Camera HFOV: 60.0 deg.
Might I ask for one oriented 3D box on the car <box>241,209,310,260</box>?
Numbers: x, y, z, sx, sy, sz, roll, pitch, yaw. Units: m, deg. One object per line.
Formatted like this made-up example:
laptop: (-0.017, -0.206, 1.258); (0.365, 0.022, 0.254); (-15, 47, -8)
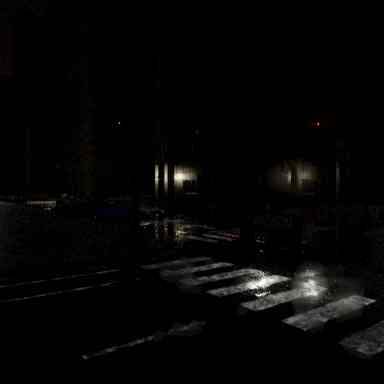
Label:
car: (2.985, 1.473, 12.728); (1.882, 1.535, 5.008); (1, 0, 3)

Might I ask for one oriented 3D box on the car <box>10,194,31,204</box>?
car: (-31.773, 1.513, 61.665); (2.008, 1.369, 4.403); (0, 0, -36)

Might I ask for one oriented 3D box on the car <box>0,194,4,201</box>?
car: (-41.694, 1.529, 75.510); (1.947, 1.339, 4.313); (0, 0, -36)

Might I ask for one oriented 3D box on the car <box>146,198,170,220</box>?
car: (-4.019, 1.506, 27.511); (1.812, 1.442, 4.674); (0, 0, -36)

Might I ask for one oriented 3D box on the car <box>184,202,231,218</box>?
car: (1.613, 1.549, 29.715); (2.008, 1.369, 4.403); (0, 0, -36)

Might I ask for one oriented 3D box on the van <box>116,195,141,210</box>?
van: (-8.308, 1.330, 43.560); (1.690, 1.788, 3.998); (0, 0, -36)

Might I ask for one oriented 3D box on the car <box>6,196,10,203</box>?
car: (-35.079, 1.403, 66.280); (1.967, 1.590, 4.097); (0, 0, -36)

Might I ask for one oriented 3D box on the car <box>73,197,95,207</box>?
car: (-16.375, 1.505, 50.159); (1.812, 1.442, 4.674); (0, 0, -35)

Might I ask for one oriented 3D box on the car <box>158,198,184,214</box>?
car: (-1.694, 1.576, 34.330); (1.802, 1.307, 4.206); (0, 0, -36)

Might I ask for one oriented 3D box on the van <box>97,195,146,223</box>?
van: (-5.315, 1.314, 24.748); (1.690, 1.788, 3.998); (0, 0, -36)

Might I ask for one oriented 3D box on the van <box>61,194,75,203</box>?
van: (-24.844, 1.329, 66.634); (1.690, 1.788, 3.998); (0, 0, -36)

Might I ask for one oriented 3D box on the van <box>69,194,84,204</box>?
van: (-21.537, 1.329, 62.019); (1.690, 1.788, 3.998); (0, 0, -36)

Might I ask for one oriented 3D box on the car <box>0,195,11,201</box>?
car: (-44.902, 1.489, 79.985); (1.752, 1.417, 4.829); (0, 0, -36)

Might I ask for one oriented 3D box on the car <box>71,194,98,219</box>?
car: (-8.621, 1.284, 29.363); (2.192, 1.841, 5.009); (0, 0, -36)

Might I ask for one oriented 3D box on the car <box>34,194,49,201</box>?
car: (-38.073, 1.304, 85.093); (2.192, 1.841, 5.009); (0, 0, -36)

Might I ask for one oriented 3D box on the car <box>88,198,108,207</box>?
car: (-14.923, 1.569, 52.788); (1.802, 1.307, 4.206); (0, 0, -36)

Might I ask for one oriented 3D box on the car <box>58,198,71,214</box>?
car: (-11.930, 1.548, 33.977); (1.802, 1.307, 4.206); (0, 0, -36)

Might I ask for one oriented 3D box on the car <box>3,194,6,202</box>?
car: (-38.288, 1.488, 70.756); (1.752, 1.417, 4.829); (0, 0, -36)

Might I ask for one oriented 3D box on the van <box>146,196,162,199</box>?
van: (-5.001, 1.332, 38.945); (1.690, 1.788, 3.998); (0, 0, -36)

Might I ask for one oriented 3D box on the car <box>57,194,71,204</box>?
car: (-22.386, 1.527, 58.460); (2.033, 1.411, 5.357); (0, 0, -36)

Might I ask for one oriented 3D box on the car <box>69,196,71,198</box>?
car: (-12.972, 1.497, 40.018); (1.812, 1.442, 4.674); (0, 0, -35)

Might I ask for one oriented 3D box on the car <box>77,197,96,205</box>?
car: (-18.230, 1.569, 57.403); (1.802, 1.307, 4.206); (0, 0, -36)
